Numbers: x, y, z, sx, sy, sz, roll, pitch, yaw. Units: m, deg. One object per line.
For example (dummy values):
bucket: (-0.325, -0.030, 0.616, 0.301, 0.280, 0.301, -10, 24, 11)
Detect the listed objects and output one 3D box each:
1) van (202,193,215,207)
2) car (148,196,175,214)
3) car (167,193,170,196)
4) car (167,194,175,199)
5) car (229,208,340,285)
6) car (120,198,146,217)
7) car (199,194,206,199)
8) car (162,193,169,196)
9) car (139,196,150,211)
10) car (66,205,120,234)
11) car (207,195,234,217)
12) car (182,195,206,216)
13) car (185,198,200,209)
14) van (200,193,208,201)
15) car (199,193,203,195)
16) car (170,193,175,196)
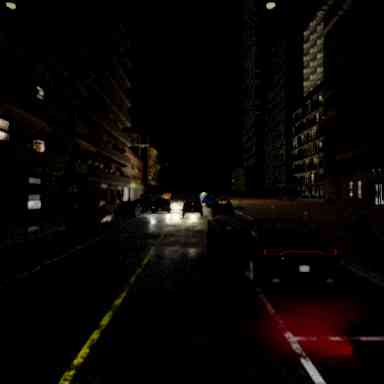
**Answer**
van: (2.723, 1.199, 46.758, 1.690, 1.788, 3.998, 1, 0, 0)
car: (-3.078, 1.420, 34.227, 1.812, 1.442, 4.674, 0, 0, 0)
car: (-5.653, 1.335, 63.302, 1.752, 1.417, 4.829, 1, 0, 0)
car: (-5.642, 1.277, 91.320, 1.887, 1.381, 4.507, 1, 0, 0)
car: (2.364, 1.448, 9.455, 1.882, 1.535, 5.008, 0, 0, 0)
car: (-5.667, 1.473, 30.054, 1.947, 1.339, 4.313, 1, 0, 0)
car: (2.739, 1.257, 91.485, 1.752, 1.417, 4.829, 1, 0, 0)
car: (-5.655, 1.376, 57.901, 2.008, 1.369, 4.403, 1, 0, 0)
car: (-5.665, 1.441, 35.623, 2.008, 1.369, 4.403, 1, 0, 0)
car: (-5.672, 1.485, 18.914, 1.887, 1.381, 4.507, 1, 0, 0)
car: (2.715, 1.347, 30.049, 1.967, 1.590, 4.097, 1, 0, 0)
car: (0.061, 1.380, 31.592, 1.882, 1.535, 5.008, 0, 0, 0)
car: (0.066, 1.464, 45.082, 1.895, 1.301, 4.718, 0, 0, 1)
van: (2.735, 1.119, 74.607, 1.690, 1.788, 3.998, 1, 0, 0)
car: (2.727, 1.334, 63.636, 1.752, 1.417, 4.829, 1, 0, 0)
car: (-5.645, 1.092, 74.610, 2.192, 1.841, 5.009, 1, 0, 0)
